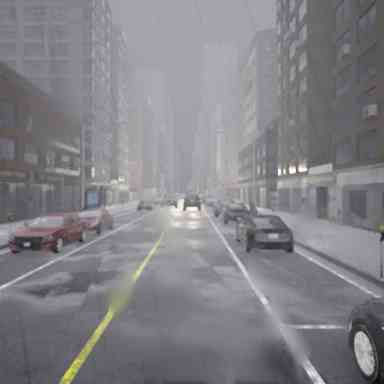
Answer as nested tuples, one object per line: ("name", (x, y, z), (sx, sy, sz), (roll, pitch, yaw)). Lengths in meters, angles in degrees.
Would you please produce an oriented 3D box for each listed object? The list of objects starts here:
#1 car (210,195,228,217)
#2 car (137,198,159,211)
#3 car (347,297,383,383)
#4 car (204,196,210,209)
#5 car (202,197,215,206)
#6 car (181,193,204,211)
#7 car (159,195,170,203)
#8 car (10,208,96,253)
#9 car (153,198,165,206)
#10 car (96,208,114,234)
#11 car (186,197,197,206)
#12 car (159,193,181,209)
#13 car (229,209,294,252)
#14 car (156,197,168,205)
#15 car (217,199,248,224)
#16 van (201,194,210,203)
("car", (3.105, 1.389, 31.689), (2.097, 1.767, 4.553), (0, 0, 0))
("car", (-5.677, 1.612, 41.300), (1.947, 1.339, 4.313), (0, 0, 0))
("car", (2.858, 1.554, 2.650), (2.008, 1.369, 4.403), (0, 0, 0))
("car", (2.847, 1.603, 46.838), (2.008, 1.369, 4.403), (0, 0, 0))
("car", (2.845, 1.630, 57.885), (1.947, 1.339, 4.313), (0, 0, 0))
("car", (0.011, 1.297, 42.173), (2.150, 2.045, 5.566), (0, -1, 0))
("car", (-5.684, 1.516, 68.926), (1.967, 1.590, 4.097), (0, 0, 0))
("car", (-5.671, 1.562, 13.675), (1.887, 1.381, 4.507), (0, 0, 0))
("car", (-5.681, 1.646, 57.876), (1.802, 1.307, 4.206), (0, 0, 0))
("car", (-5.672, 1.605, 19.200), (1.802, 1.307, 4.206), (0, 0, 0))
("car", (0.002, 1.597, 57.487), (1.812, 1.442, 4.674), (0, 0, 0))
("car", (-3.083, 1.277, 46.777), (2.150, 2.045, 5.566), (0, 0, 0))
("car", (2.855, 1.582, 13.697), (1.947, 1.339, 4.313), (0, 0, 0))
("car", (-5.683, 1.636, 63.401), (1.947, 1.339, 4.313), (0, 0, 0))
("car", (3.140, 1.532, 24.718), (1.837, 1.490, 4.892), (0, 0, 0))
("van", (2.842, 1.417, 68.933), (1.690, 1.788, 3.998), (0, 0, 0))
